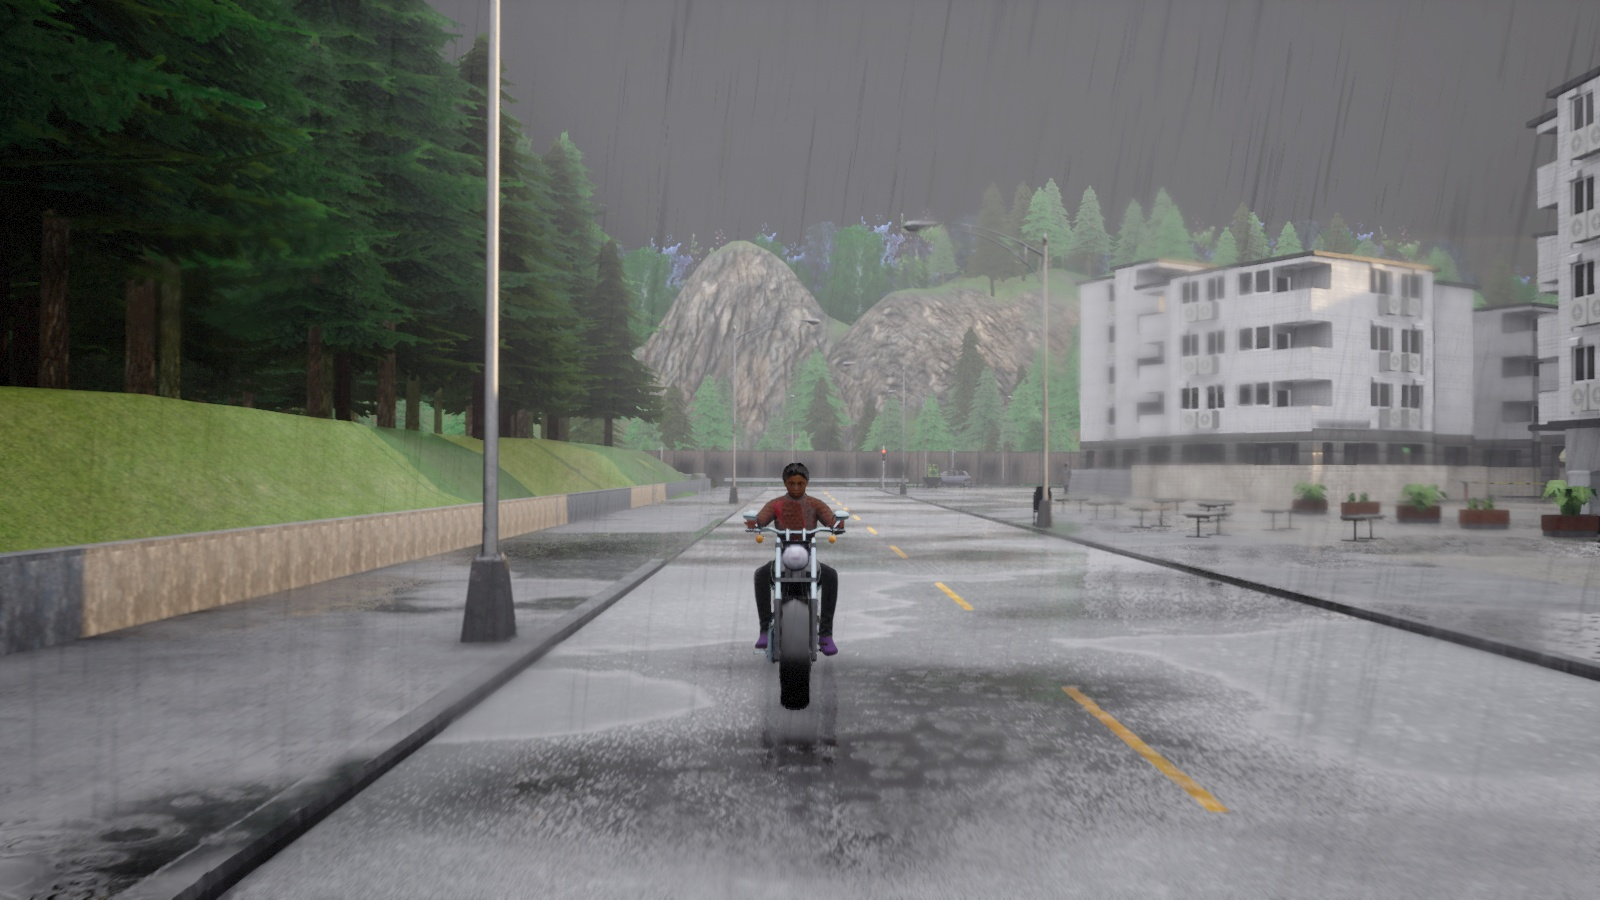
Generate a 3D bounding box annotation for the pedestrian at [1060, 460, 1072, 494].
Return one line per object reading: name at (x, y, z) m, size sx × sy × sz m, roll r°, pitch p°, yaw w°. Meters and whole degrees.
pedestrian at (15.527, 1.562, 73.278) m, size 0.659 × 1.952 × 0.873 m, roll 0°, pitch -1°, yaw 9°

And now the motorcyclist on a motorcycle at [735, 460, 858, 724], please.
motorcyclist on a motorcycle at (-0.024, 0.899, 9.057) m, size 0.766 × 1.649 × 2.350 m, roll 0°, pitch 0°, yaw 0°
